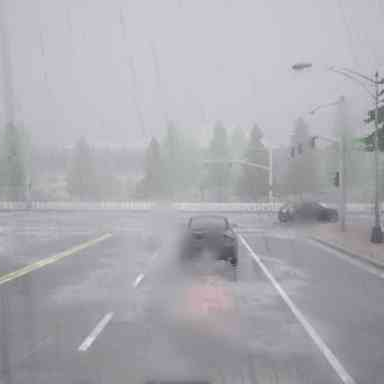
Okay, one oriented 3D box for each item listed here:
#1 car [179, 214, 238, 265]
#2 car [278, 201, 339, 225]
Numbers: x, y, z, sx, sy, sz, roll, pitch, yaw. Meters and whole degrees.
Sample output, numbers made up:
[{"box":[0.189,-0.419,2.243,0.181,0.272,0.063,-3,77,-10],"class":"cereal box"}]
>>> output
[{"box":[0.582,1.564,11.950,1.837,1.490,4.892,0,0,3],"class":"car"},{"box":[8.864,1.452,25.006,4.553,1.767,2.097,0,0,-15],"class":"car"}]
